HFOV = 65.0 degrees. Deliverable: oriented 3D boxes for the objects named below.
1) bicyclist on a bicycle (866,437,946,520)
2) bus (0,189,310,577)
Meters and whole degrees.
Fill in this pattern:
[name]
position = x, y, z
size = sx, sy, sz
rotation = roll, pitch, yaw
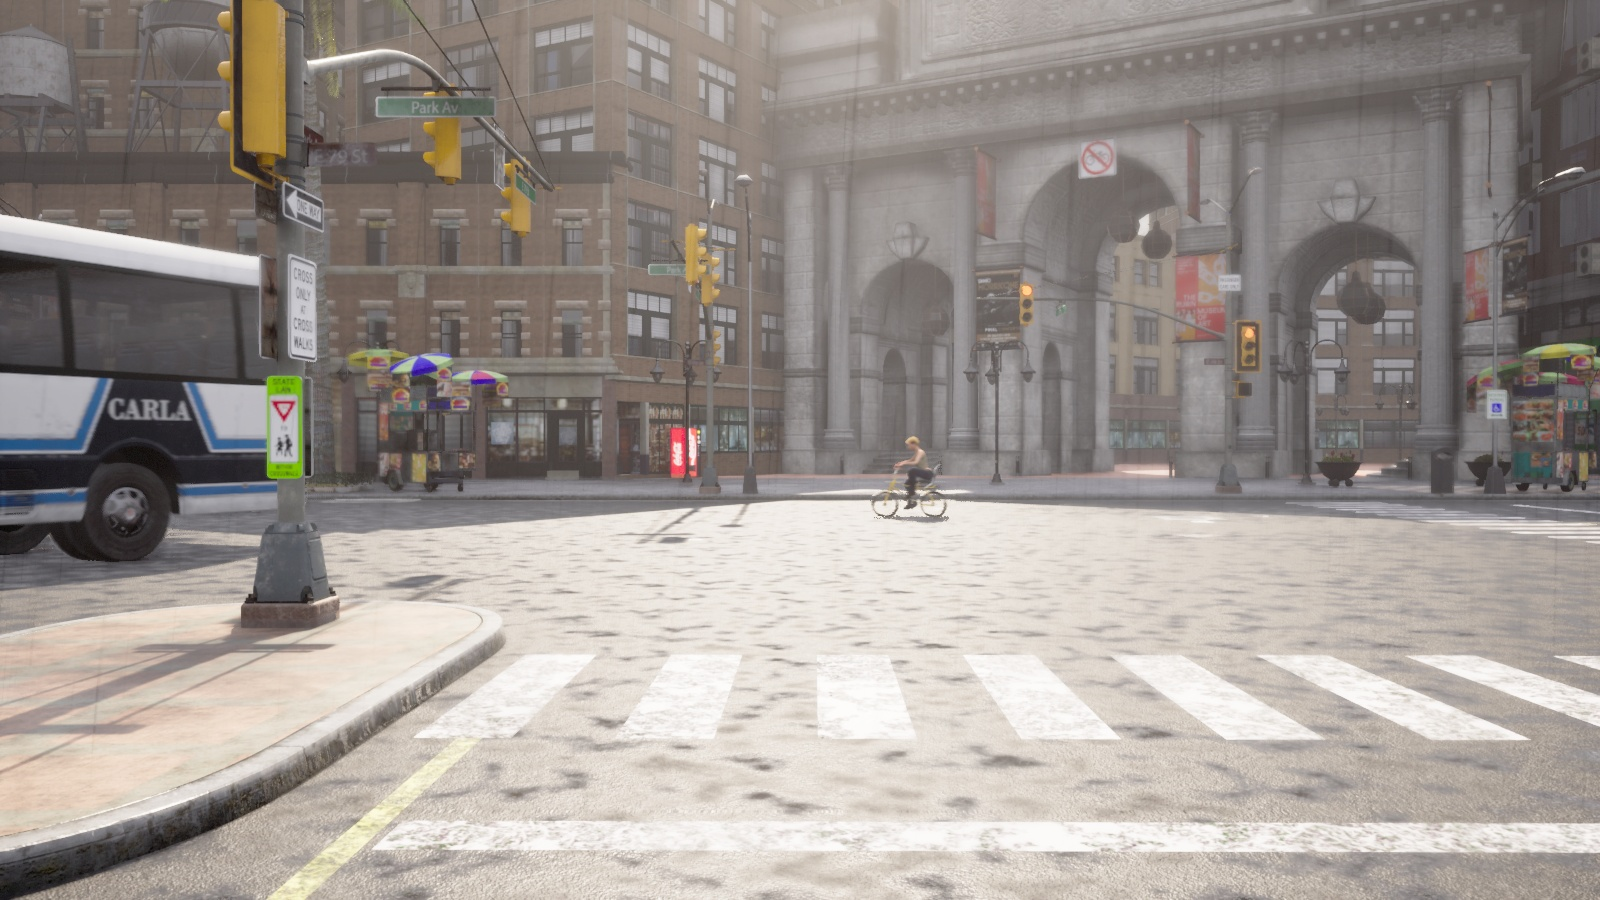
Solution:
[bicyclist on a bicycle]
position = 2.091, 0.544, 24.890
size = 1.509, 1.612, 0.866
rotation = 0, 0, 0
[bus]
position = -10.856, -0.717, 13.906
size = 3.944, 4.253, 10.273
rotation = 0, 0, 24
